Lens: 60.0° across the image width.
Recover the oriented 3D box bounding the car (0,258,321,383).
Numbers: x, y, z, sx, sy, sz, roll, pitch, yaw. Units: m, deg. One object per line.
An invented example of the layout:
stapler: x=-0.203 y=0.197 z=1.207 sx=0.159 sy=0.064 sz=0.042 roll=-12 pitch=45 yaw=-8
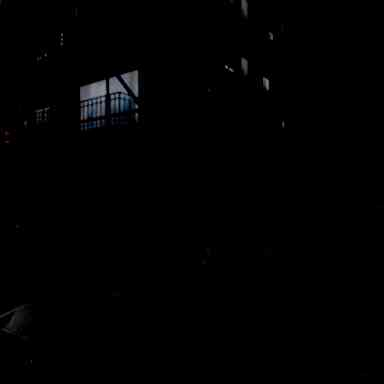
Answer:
car: x=-0.892 y=1.564 z=3.510 sx=4.313 sy=1.339 sz=1.947 roll=0 pitch=0 yaw=35
